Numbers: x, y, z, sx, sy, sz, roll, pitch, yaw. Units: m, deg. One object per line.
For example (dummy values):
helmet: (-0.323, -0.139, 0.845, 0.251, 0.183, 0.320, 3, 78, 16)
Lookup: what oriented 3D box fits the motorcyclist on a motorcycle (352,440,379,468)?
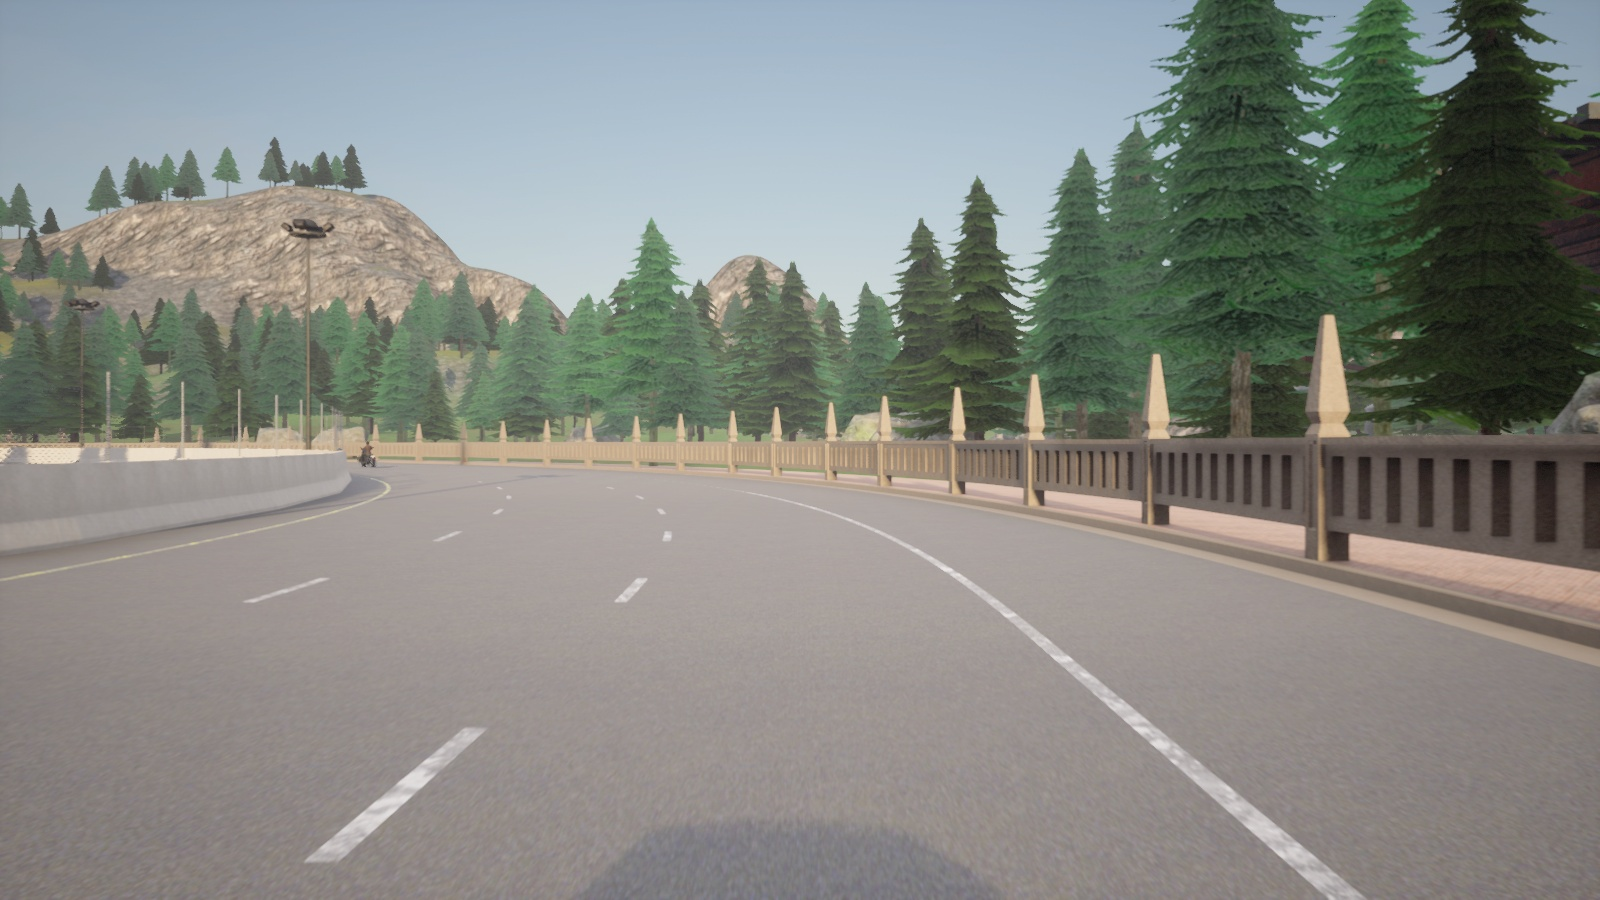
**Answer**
motorcyclist on a motorcycle: (-26.458, 0.245, 76.427, 0.766, 1.649, 2.350, -1, 1, -38)
